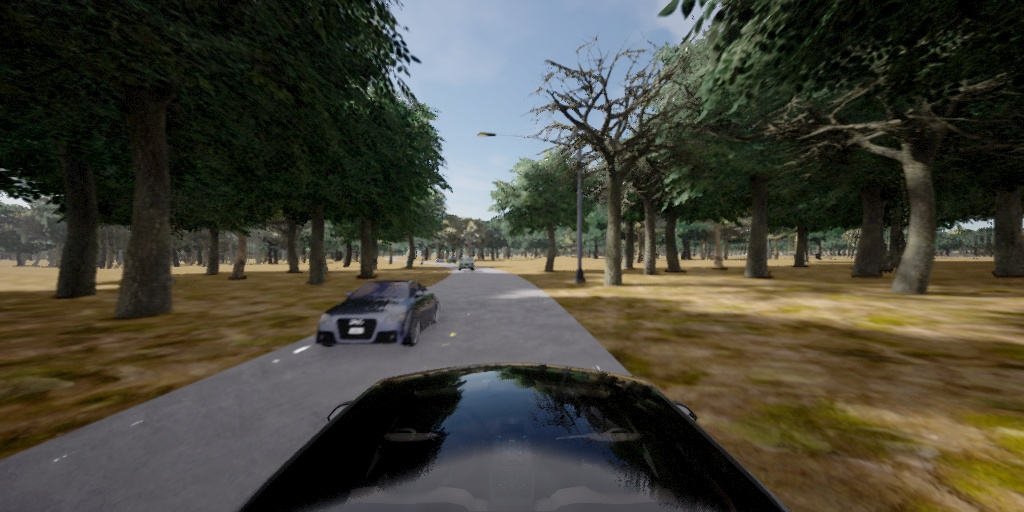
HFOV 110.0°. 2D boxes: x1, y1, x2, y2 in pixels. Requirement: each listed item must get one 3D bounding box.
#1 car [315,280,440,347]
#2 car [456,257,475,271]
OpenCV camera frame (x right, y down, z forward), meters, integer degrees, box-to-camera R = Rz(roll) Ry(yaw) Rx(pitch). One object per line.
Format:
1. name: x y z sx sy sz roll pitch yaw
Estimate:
1. car: -3.142 1.315 9.205 1.994 1.385 4.181 0 0 0
2. car: -6.662 1.149 52.329 2.150 2.045 5.566 0 0 -9
